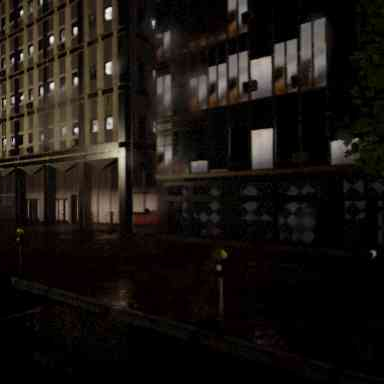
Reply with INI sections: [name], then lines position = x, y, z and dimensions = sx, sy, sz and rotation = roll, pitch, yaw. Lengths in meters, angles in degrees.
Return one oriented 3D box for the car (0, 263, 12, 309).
[car]
position = -5.302, 1.647, 6.655
dimensions = 4.313, 1.339, 1.947
rotation = -1, -1, 35
